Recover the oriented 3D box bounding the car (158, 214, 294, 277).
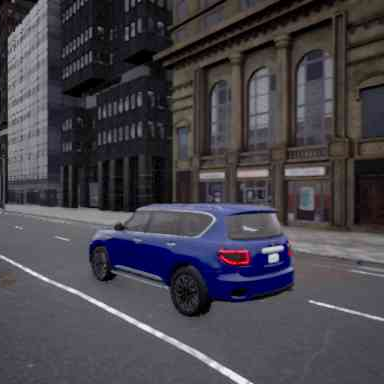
[{"bbox_3d":[0.945,1.635,11.571,1.812,1.442,4.674,0,0,-43],"label":"car"}]

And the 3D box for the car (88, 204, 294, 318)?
[{"bbox_3d":[-0.372,1.287,7.900,2.150,2.045,5.566,2,-2,-43],"label":"car"}]
